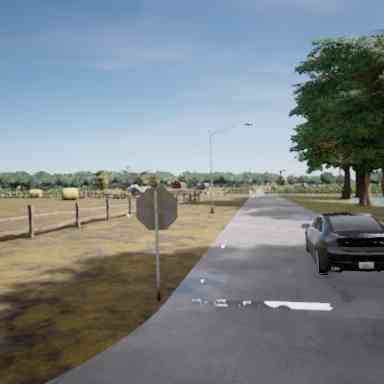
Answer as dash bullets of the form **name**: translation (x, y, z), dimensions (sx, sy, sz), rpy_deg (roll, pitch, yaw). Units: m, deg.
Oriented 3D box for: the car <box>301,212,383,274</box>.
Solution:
- **car**: translation (4.450, 1.347, 9.775), dimensions (1.837, 1.490, 4.892), rpy_deg (-3, 0, 14)
